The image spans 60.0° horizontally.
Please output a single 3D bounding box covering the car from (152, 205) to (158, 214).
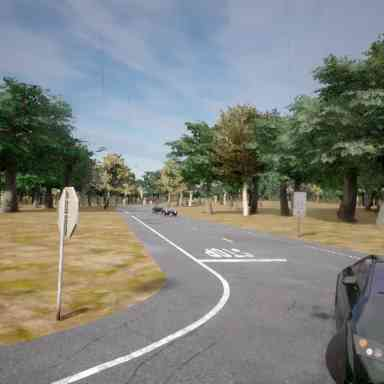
[{"bbox_3d":[-5.652,2.963,56.882,1.882,1.535,5.008,3,-2,-14],"label":"car"}]

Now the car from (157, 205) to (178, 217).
[{"bbox_3d":[-3.410,2.852,48.032,1.895,1.301,4.718,3,-2,-13],"label":"car"}]

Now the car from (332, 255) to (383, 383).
[{"bbox_3d":[3.105,1.643,4.618,1.994,1.385,4.181,1,-1,22],"label":"car"}]
